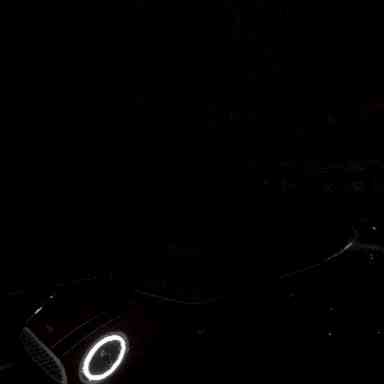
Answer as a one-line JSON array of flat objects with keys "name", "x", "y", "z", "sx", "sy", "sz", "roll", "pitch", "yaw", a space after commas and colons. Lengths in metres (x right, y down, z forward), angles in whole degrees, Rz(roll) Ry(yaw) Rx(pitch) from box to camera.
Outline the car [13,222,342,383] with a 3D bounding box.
[{"name": "car", "x": 0.156, "y": 1.373, "z": 4.582, "sx": 4.553, "sy": 1.767, "sz": 2.097, "roll": 0, "pitch": 0, "yaw": -41}]

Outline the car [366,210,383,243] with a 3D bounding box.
[{"name": "car", "x": 9.684, "y": 1.627, "z": 16.330, "sx": 1.812, "sy": 1.442, "sz": 4.674, "roll": 1, "pitch": 0, "yaw": 28}]
